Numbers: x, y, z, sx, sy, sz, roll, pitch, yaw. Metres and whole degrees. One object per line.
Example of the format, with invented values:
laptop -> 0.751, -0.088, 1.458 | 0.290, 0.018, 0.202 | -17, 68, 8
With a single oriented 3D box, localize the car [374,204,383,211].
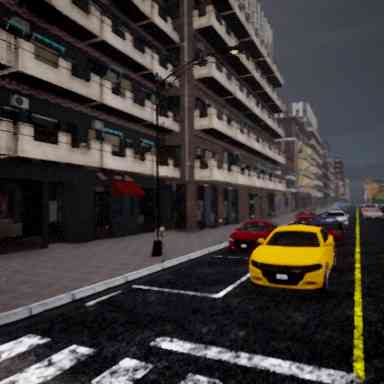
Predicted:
car -> 40.181, 3.384, 71.235 | 2.008, 1.369, 4.403 | -1, -2, 26

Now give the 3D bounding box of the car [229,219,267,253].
car -> 3.132, 2.013, 15.666 | 1.887, 1.381, 4.507 | -1, -2, 26

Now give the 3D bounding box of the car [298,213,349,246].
car -> 7.331, 2.065, 18.289 | 1.994, 1.385, 4.181 | -2, -2, 27

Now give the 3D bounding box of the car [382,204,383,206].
car -> 32.794, 2.995, 56.410 | 1.947, 1.339, 4.313 | -1, -2, 26

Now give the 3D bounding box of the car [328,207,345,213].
car -> 11.918, 2.266, 27.482 | 1.812, 1.442, 4.674 | -2, -2, 27

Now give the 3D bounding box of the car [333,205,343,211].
car -> 35.143, 3.724, 79.910 | 1.887, 1.381, 4.507 | -1, -2, 26

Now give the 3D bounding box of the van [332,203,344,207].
van -> 32.678, 3.386, 74.975 | 1.690, 1.788, 3.998 | -1, -2, 26

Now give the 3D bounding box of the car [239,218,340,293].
car -> 3.202, 1.765, 10.017 | 1.882, 1.535, 5.008 | -2, -2, 26

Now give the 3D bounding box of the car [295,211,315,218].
car -> 10.519, 2.399, 30.492 | 1.887, 1.381, 4.507 | -1, -2, 26

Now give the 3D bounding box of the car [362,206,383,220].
car -> 21.693, 2.625, 39.950 | 1.895, 1.301, 4.718 | -2, -2, 27

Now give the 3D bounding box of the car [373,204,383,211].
car -> 42.644, 3.519, 76.178 | 2.008, 1.369, 4.403 | -1, -2, 26

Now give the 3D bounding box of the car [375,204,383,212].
car -> 37.717, 3.138, 66.297 | 1.967, 1.590, 4.097 | -1, -2, 26

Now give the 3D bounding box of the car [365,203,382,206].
car -> 25.693, 2.590, 47.996 | 2.097, 1.767, 4.553 | -2, -2, 27
